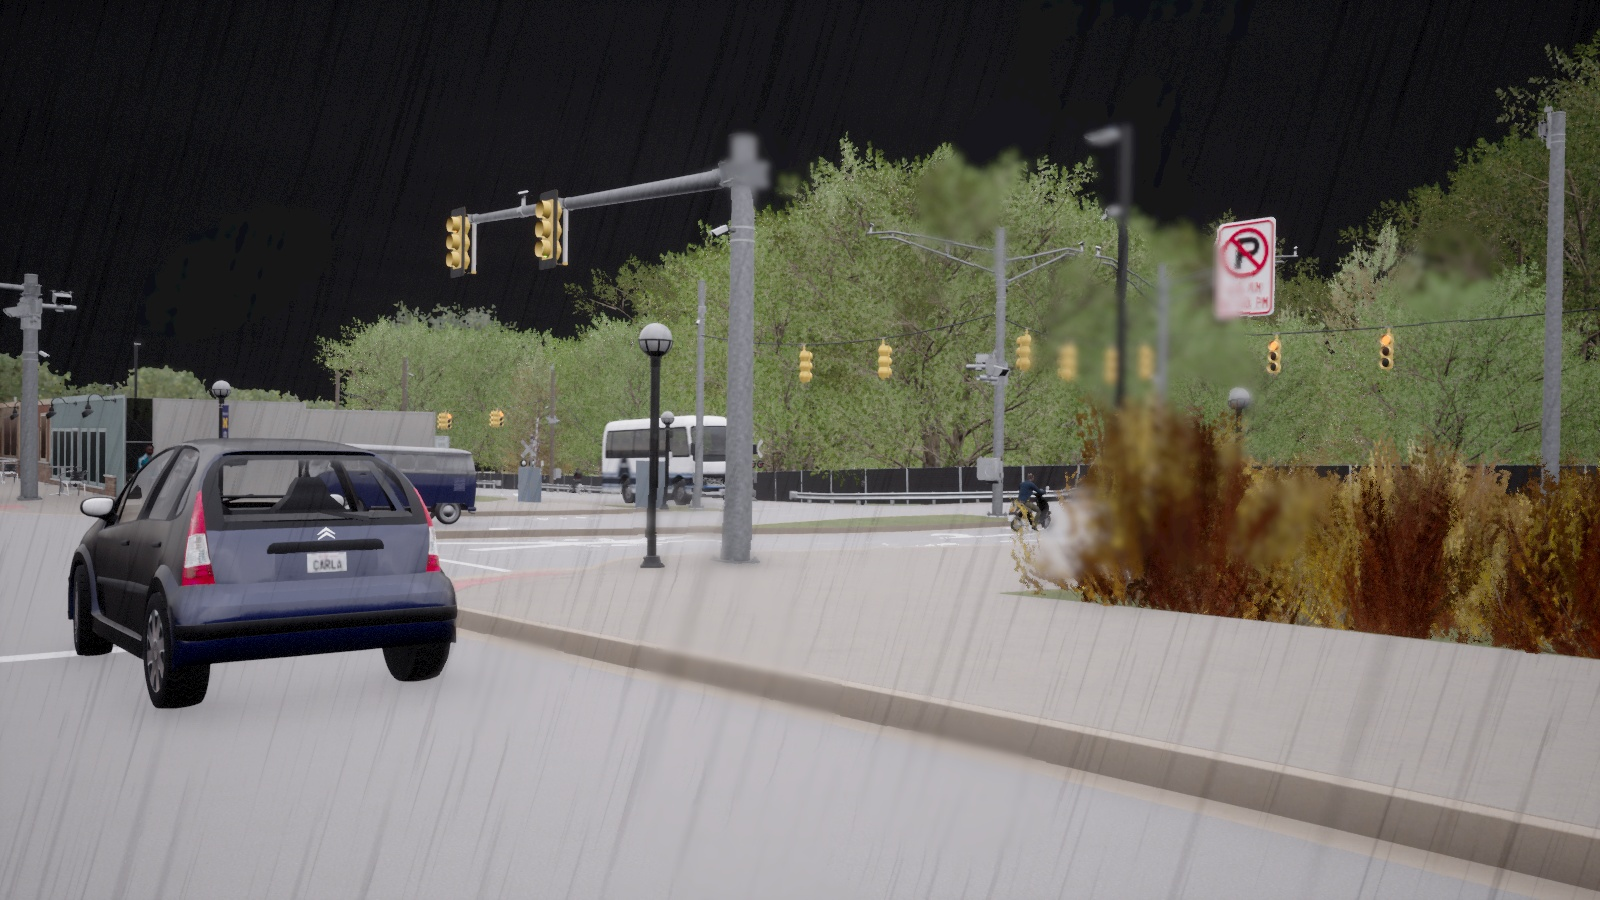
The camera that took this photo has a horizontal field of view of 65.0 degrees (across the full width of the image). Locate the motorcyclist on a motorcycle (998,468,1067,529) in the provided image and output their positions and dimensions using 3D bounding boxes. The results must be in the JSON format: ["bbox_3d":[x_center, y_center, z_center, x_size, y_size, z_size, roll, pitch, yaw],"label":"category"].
[{"bbox_3d":[6.381,1.320,34.445,1.817,1.590,0.866,-1,0,-39],"label":"motorcyclist on a motorcycle"}]

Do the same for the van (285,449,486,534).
[{"bbox_3d":[-10.428,1.056,31.788,4.442,1.987,1.775,2,-2,-41],"label":"van"}]

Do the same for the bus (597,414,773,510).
[{"bbox_3d":[-5.786,0.614,60.911,3.944,4.253,10.273,-2,0,-34],"label":"bus"}]

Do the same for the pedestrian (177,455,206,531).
[{"bbox_3d":[-16.085,1.124,33.202,0.659,1.952,0.873,0,1,-25],"label":"pedestrian"}]

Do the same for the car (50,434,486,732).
[{"bbox_3d":[-3.969,0.761,8.959,1.851,1.617,3.988,-1,-1,-38],"label":"car"}]

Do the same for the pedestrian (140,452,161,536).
[{"bbox_3d":[-15.309,1.028,29.583,0.396,1.930,0.692,0,1,-30],"label":"pedestrian"}]
